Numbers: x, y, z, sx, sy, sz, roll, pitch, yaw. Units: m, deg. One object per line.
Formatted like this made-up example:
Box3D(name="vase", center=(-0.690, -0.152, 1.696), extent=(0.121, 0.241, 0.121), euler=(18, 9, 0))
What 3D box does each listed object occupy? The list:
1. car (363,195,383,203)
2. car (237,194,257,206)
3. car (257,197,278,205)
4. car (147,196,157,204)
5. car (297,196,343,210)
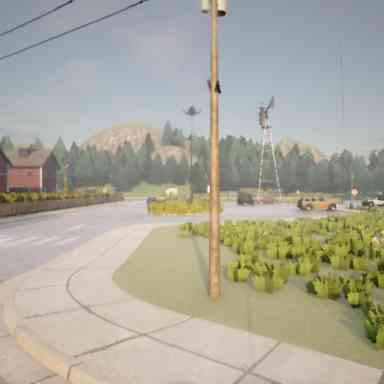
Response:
Box3D(name="car", center=(27.745, 1.381, 50.006), extent=(3.866, 1.878, 1.905), euler=(0, 0, -2))
Box3D(name="car", center=(9.228, 1.327, 58.069), extent=(2.150, 2.045, 5.566), euler=(0, 0, -2))
Box3D(name="car", center=(13.937, 1.626, 61.873), extent=(3.905, 1.438, 1.784), euler=(0, 0, -2))
Box3D(name="car", center=(-8.289, 1.625, 69.346), extent=(1.882, 1.535, 5.008), euler=(0, 0, -1))
Box3D(name="car", center=(14.813, 1.381, 39.410), extent=(4.605, 1.855, 1.932), euler=(0, 0, -2))
